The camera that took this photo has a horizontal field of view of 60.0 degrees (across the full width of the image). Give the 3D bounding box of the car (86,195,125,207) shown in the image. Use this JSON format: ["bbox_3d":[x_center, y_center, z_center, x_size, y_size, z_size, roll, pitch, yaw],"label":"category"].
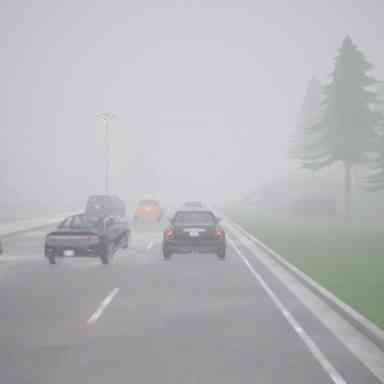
[{"bbox_3d":[-6.918,1.228,27.060,2.150,2.045,5.566,0,0,0],"label":"car"}]

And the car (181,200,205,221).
[{"bbox_3d":[0.085,1.513,28.334,1.837,1.490,4.892,0,0,0],"label":"car"}]

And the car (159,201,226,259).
[{"bbox_3d":[0.084,1.356,12.755,2.097,1.767,4.553,0,0,0],"label":"car"}]

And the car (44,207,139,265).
[{"bbox_3d":[-3.420,1.495,11.691,2.128,1.511,4.902,0,0,0],"label":"car"}]

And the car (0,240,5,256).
[{"bbox_3d":[-6.933,1.550,8.177,2.033,1.411,5.357,0,0,0],"label":"car"}]

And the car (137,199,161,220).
[{"bbox_3d":[-3.417,1.360,27.808,2.097,1.767,4.553,0,0,0],"label":"car"}]
